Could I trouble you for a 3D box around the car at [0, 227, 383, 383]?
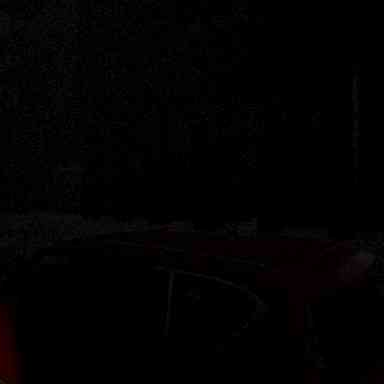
[{"bbox_3d":[-0.634,1.313,3.414,5.009,1.841,2.192,0,0,35],"label":"car"}]
